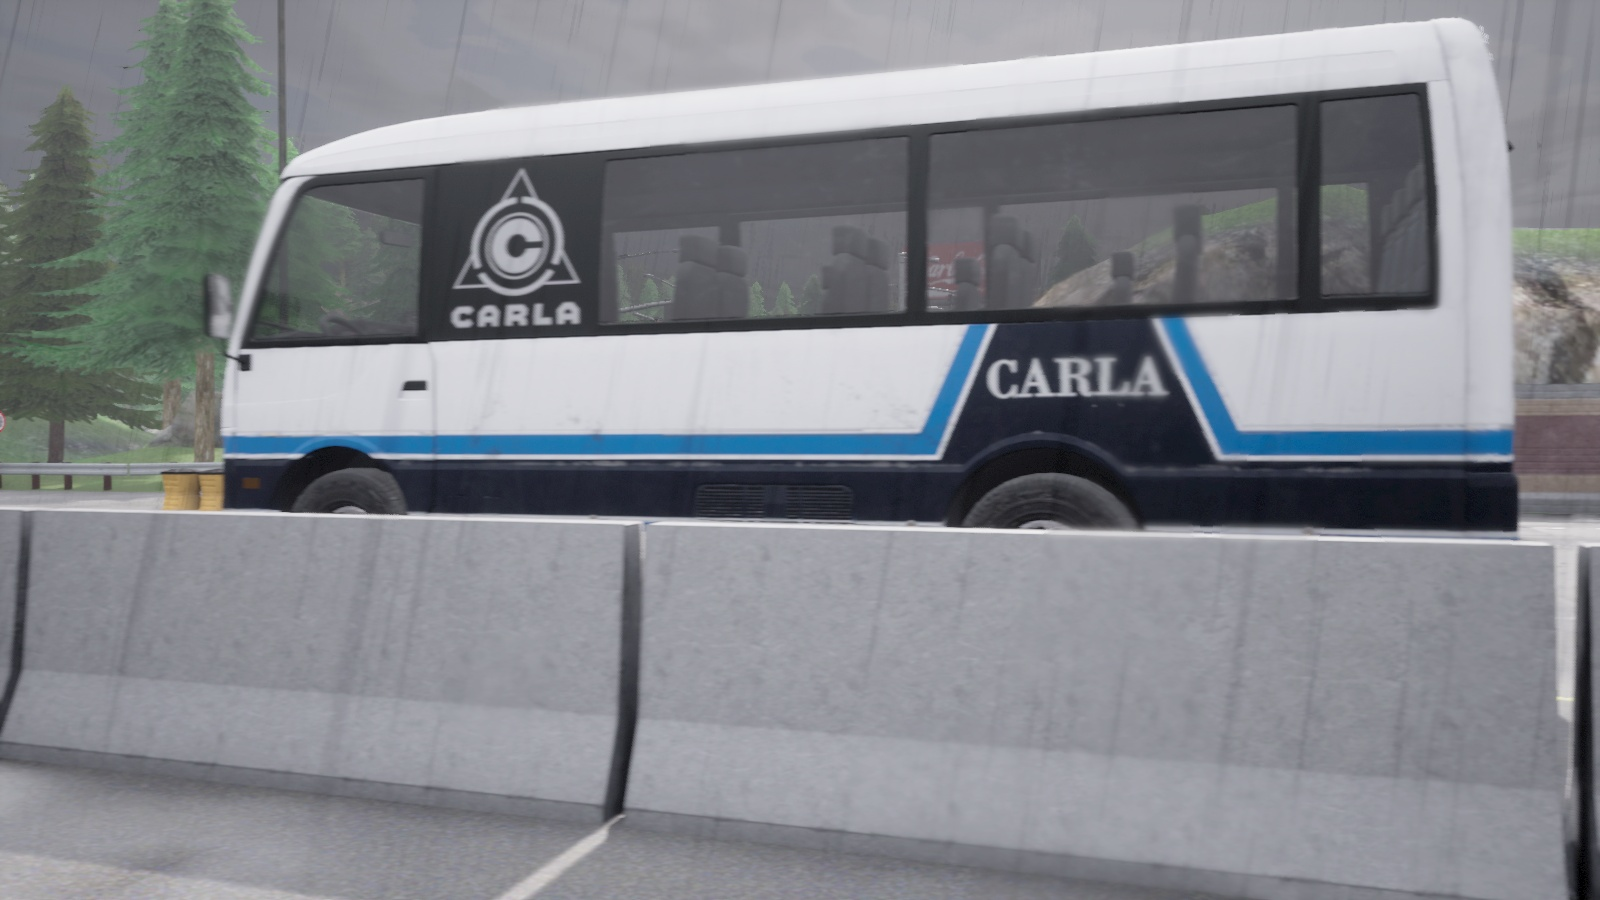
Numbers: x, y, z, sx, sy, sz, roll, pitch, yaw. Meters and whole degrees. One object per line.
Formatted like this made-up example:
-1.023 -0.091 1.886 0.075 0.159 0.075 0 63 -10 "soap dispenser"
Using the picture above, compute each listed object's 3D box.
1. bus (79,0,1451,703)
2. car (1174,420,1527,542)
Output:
-0.513 -0.724 10.731 10.273 4.253 3.944 0 1 19 "bus"
8.084 0.395 18.933 4.611 1.667 2.242 0 1 19 "car"
